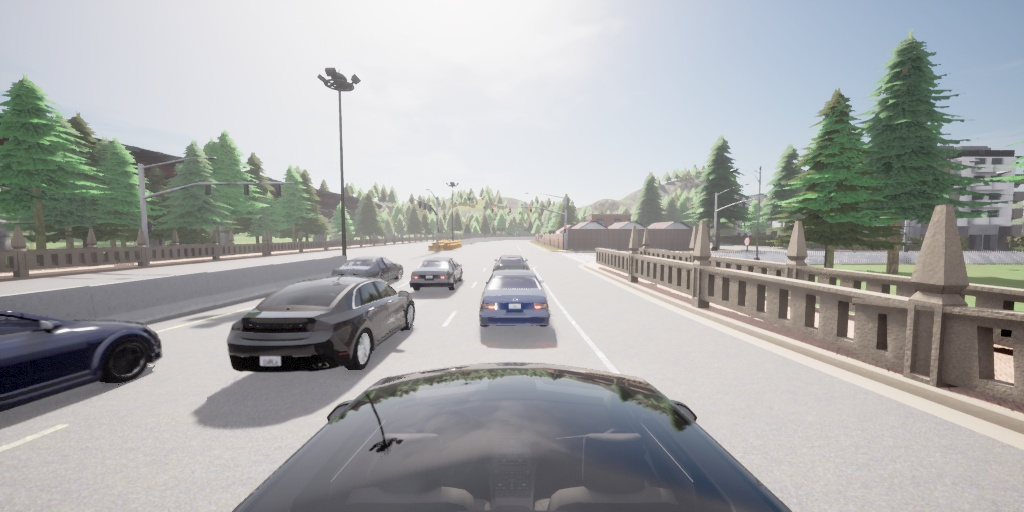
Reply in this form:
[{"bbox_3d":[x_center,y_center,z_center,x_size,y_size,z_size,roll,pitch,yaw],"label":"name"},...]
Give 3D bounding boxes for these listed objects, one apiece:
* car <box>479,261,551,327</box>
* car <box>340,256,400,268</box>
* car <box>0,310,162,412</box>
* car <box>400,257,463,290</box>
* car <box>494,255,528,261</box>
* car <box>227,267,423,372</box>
[{"bbox_3d":[0.042,1.103,10.790,2.033,1.411,5.357,0,2,0],"label":"car"},{"bbox_3d":[-7.020,0.718,17.867,2.033,1.411,5.357,0,4,-1],"label":"car"},{"bbox_3d":[-6.916,1.295,4.301,1.994,1.385,4.181,0,1,-1],"label":"car"},{"bbox_3d":[-3.502,0.755,17.279,2.033,1.411,5.357,0,4,-2],"label":"car"},{"bbox_3d":[-0.039,0.617,19.867,1.994,1.385,4.181,0,3,0],"label":"car"},{"bbox_3d":[-3.438,1.172,7.488,1.837,1.490,4.892,0,2,0],"label":"car"}]
